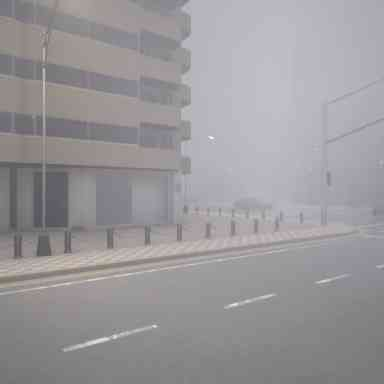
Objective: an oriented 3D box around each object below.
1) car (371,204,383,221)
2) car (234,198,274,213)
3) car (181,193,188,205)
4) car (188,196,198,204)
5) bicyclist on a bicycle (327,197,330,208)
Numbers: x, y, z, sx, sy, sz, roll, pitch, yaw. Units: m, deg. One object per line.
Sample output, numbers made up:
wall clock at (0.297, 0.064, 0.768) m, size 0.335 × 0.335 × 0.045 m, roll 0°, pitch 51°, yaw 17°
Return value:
car at (15.945, 1.456, 24.540) m, size 2.128 × 1.511 × 4.902 m, roll 0°, pitch 0°, yaw -36°
car at (6.834, 1.422, 37.165) m, size 1.882 × 1.535 × 5.008 m, roll 0°, pitch 0°, yaw -35°
car at (-3.522, 1.166, 58.373) m, size 2.150 × 2.045 × 5.566 m, roll 0°, pitch 0°, yaw -34°
car at (-0.785, 1.449, 60.575) m, size 1.837 × 1.490 × 4.892 m, roll 0°, pitch 0°, yaw -34°
bicyclist on a bicycle at (17.322, 1.245, 43.050) m, size 1.656 × 1.620 × 0.582 m, roll 0°, pitch 0°, yaw -35°
